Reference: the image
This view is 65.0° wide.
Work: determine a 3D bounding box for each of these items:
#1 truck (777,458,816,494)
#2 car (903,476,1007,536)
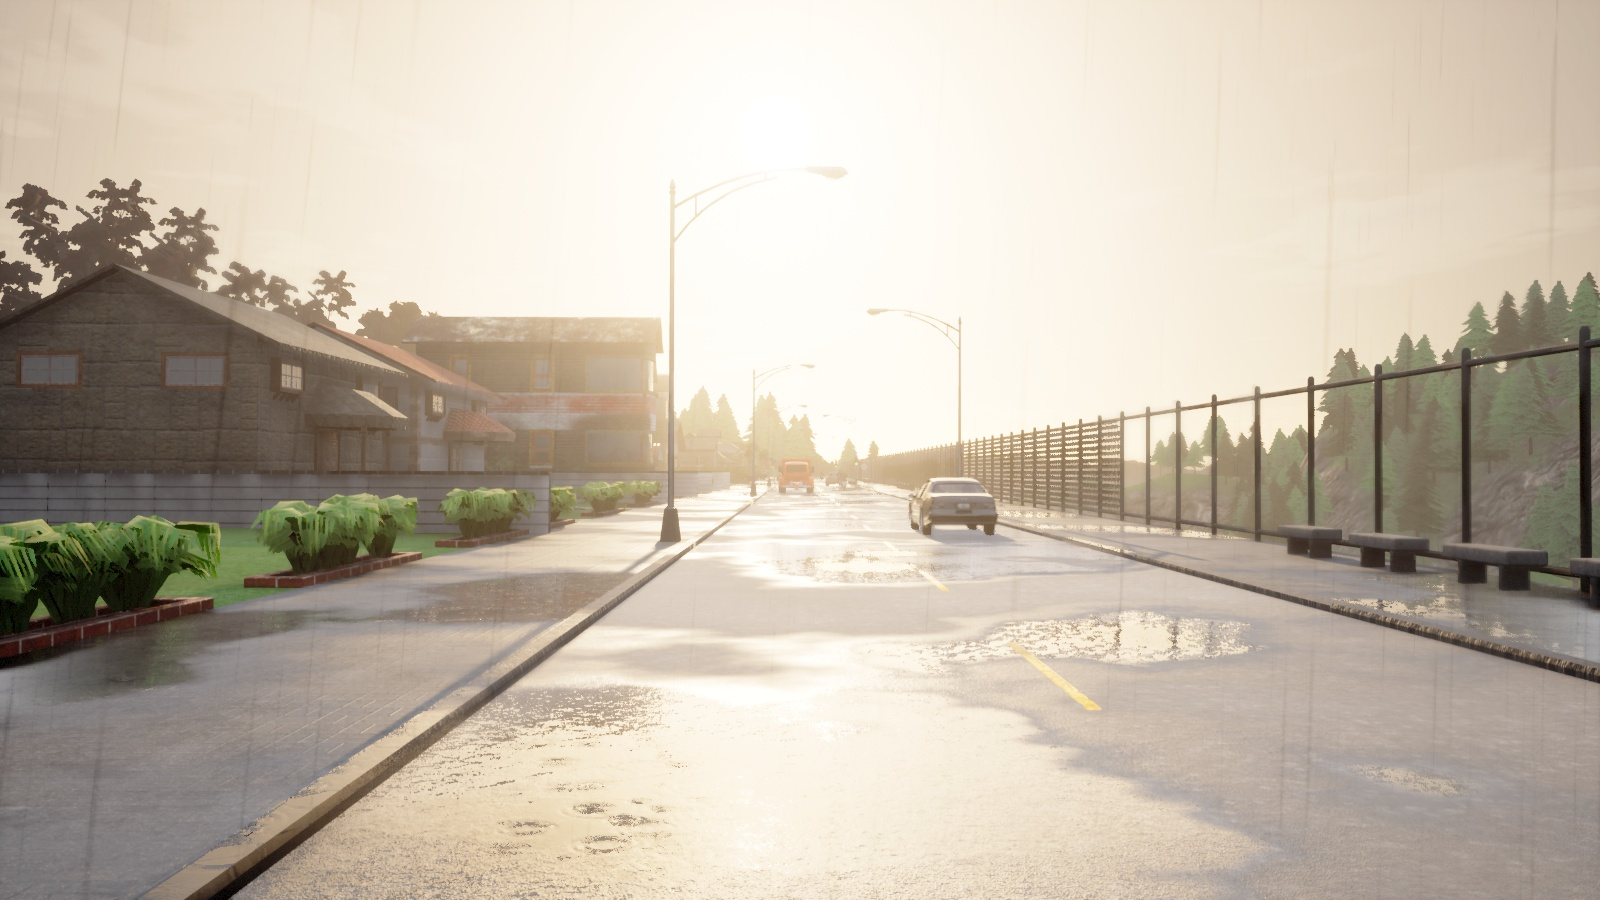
[{"bbox_3d":[-0.245,1.817,88.862,2.627,2.467,5.204,0,-1,0],"label":"truck"},{"bbox_3d":[3.913,1.393,32.641,2.033,1.411,5.357,0,-1,0],"label":"car"}]
